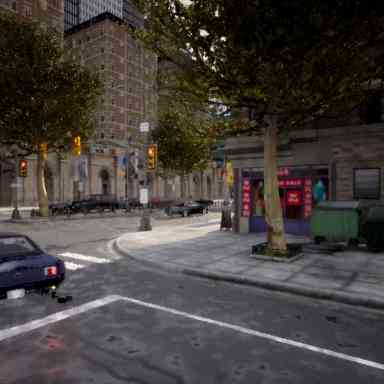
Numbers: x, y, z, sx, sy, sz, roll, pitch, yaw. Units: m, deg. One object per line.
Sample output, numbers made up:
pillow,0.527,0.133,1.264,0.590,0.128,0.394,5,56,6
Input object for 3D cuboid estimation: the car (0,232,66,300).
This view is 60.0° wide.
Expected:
car,-4.816,1.602,7.752,1.895,1.301,4.718,0,0,-45

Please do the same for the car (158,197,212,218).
car,-0.436,1.492,30.424,2.128,1.511,4.902,0,0,36

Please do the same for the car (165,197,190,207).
car,-2.283,1.563,53.607,1.994,1.385,4.181,0,0,36

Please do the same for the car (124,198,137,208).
car,-8.147,1.525,45.449,1.812,1.442,4.674,0,0,36

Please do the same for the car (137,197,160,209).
car,-4.602,1.477,44.403,1.882,1.535,5.008,0,0,36

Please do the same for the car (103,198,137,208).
car,-10.282,1.594,47.897,1.895,1.301,4.718,0,0,36

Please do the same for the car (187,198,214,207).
car,1.411,1.600,52.743,1.895,1.301,4.718,0,0,36

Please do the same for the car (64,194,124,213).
car,-10.501,1.221,36.206,2.150,2.045,5.566,0,0,36

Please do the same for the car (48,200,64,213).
car,-13.767,1.546,37.656,2.033,1.411,5.357,0,0,36
